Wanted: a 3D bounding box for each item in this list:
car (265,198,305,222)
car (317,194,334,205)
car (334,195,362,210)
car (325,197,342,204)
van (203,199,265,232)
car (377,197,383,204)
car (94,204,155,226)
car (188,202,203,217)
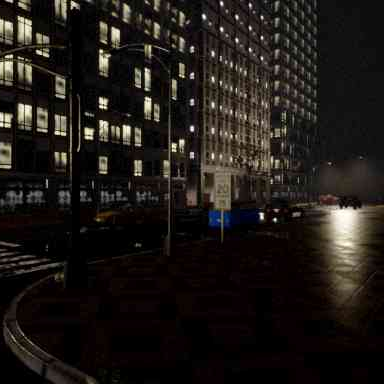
[{"bbox_3d":[7.619,1.473,26.859,1.967,1.590,4.097,0,0,38],"label":"car"},{"bbox_3d":[25.133,1.381,62.528,2.192,1.841,5.009,0,0,38],"label":"car"},{"bbox_3d":[21.195,1.369,44.494,2.192,1.841,5.009,0,0,38],"label":"car"},{"bbox_3d":[28.527,1.625,66.935,2.008,1.369,4.403,0,0,38],"label":"car"},{"bbox_3d":[2.656,1.368,20.230,1.690,1.788,3.998,0,0,38],"label":"van"},{"bbox_3d":[38.164,1.659,66.536,1.947,1.339,4.313,0,0,38],"label":"car"},{"bbox_3d":[-4.734,1.540,23.944,1.752,1.417,4.829,0,0,38],"label":"car"},{"bbox_3d":[1.375,1.604,31.667,1.802,1.307,4.206,0,0,38],"label":"car"}]
